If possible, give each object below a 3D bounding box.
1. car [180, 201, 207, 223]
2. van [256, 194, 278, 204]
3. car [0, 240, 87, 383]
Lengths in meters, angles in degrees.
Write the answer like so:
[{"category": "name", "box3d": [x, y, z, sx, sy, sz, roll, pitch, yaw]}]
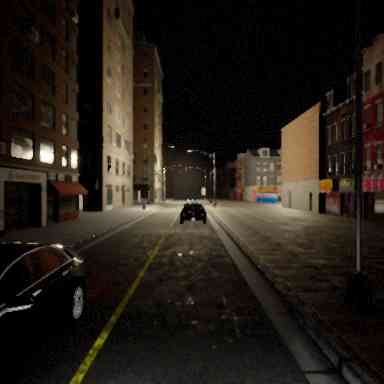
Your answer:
[{"category": "car", "box3d": [0.092, 1.579, 24.975, 1.895, 1.301, 4.718, 0, 0, 0]}, {"category": "van", "box3d": [13.720, 1.295, 61.152, 3.998, 1.788, 1.690, 0, 0, 0]}, {"category": "car", "box3d": [-2.851, 1.498, 4.313, 1.837, 1.490, 4.892, 0, 0, 0]}]
